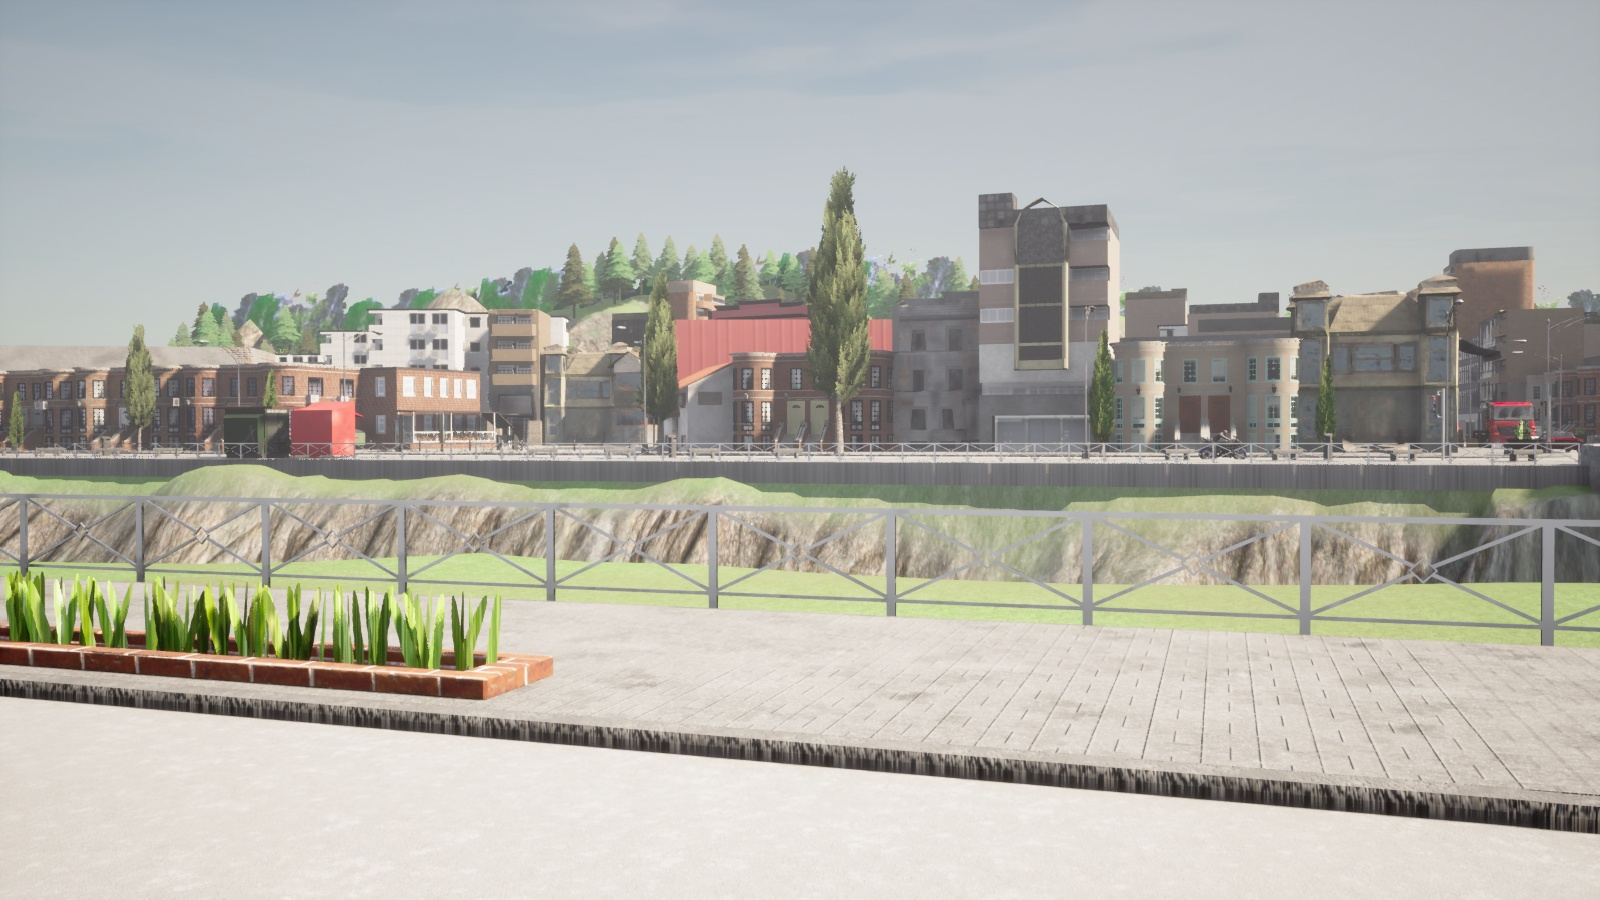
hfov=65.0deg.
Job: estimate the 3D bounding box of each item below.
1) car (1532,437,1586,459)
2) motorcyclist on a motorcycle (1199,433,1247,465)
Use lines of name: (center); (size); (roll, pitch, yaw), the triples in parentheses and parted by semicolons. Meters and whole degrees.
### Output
car: (47.006, -0.143, 77.846); (1.895, 1.301, 4.718); (1, 1, 19)
motorcyclist on a motorcycle: (20.823, -0.050, 61.831); (2.191, 1.530, 0.866); (1, 1, 19)
